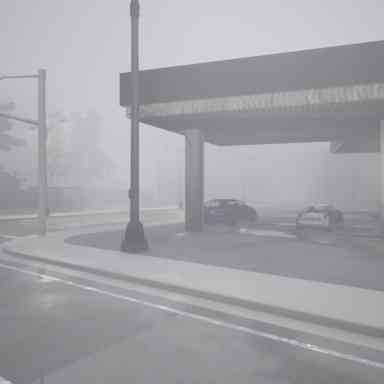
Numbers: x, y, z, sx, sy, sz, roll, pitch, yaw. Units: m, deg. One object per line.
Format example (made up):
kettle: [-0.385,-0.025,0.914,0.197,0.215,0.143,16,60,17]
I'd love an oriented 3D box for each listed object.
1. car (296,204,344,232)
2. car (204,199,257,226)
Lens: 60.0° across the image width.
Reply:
car: [7.698,1.456,19.805,1.970,1.475,3.806,0,0,37]
car: [2.624,1.295,22.607,2.242,1.667,4.611,0,0,37]
